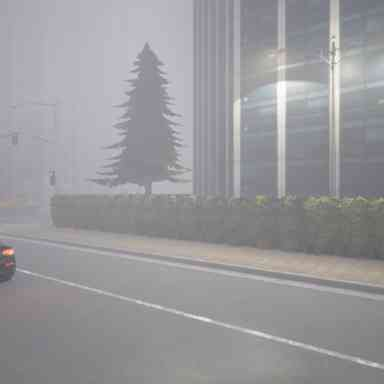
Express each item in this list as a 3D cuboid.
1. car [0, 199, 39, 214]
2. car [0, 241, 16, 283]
[{"bbox_3d":[-18.875,1.477,35.243,1.882,1.535,5.008,0,0,36],"label":"car"},{"bbox_3d":[-6.228,1.526,8.390,4.674,1.442,1.812,0,0,36],"label":"car"}]
